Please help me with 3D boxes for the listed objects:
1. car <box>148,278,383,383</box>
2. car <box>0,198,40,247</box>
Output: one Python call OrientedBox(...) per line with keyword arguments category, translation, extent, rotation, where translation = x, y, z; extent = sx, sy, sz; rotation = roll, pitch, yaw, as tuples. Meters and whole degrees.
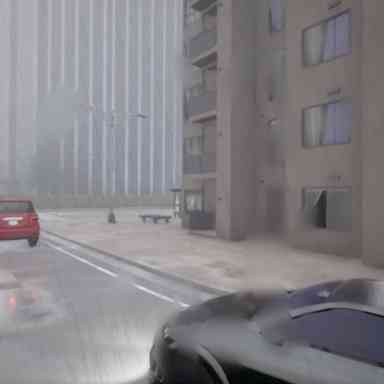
OrientedBox(category="car", translation=(1.556, 1.592, 3.213), extent=(4.181, 1.385, 1.994), rotation=(0, 0, 37))
OrientedBox(category="car", translation=(-8.365, 1.257, 14.644), extent=(2.150, 2.045, 5.566), rotation=(1, 0, -38))
